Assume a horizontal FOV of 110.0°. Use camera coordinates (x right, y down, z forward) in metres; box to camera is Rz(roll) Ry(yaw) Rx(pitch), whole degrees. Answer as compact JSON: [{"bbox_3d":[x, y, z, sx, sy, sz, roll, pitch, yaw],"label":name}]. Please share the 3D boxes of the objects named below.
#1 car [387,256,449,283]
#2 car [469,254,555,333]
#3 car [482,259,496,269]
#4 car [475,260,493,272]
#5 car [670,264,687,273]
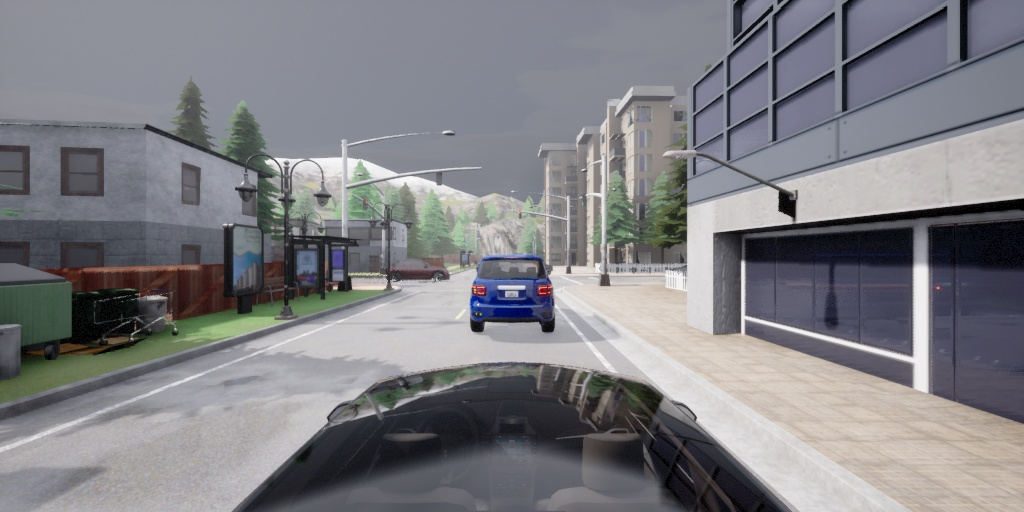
[{"bbox_3d":[-7.125,1.088,27.530,4.553,1.767,2.097,0,0,-14],"label":"car"},{"bbox_3d":[0.050,0.971,10.939,2.150,2.045,5.566,0,0,1],"label":"car"},{"bbox_3d":[-3.592,1.227,57.733,1.882,1.535,5.008,0,0,0],"label":"car"},{"bbox_3d":[-3.599,1.297,47.279,2.033,1.411,5.357,0,0,0],"label":"car"},{"bbox_3d":[16.500,1.270,31.858,4.892,1.490,1.837,0,0,-2],"label":"car"}]
